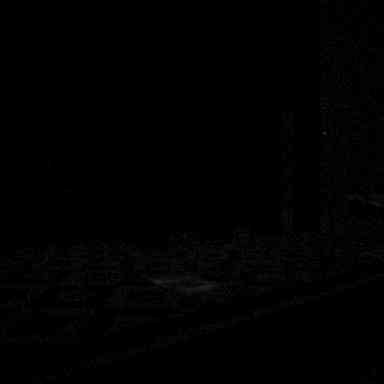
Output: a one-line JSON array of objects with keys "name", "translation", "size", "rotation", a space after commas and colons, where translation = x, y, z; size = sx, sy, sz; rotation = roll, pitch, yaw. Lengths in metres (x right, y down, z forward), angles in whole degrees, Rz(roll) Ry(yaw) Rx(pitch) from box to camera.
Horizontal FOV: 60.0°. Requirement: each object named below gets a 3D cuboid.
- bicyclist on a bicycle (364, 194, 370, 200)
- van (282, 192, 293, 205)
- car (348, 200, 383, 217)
[{"name": "bicyclist on a bicycle", "translation": [20.841, 1.026, 39.619], "size": [1.656, 1.620, 0.582], "rotation": [0, 1, -36]}, {"name": "van", "translation": [12.254, 0.926, 46.564], "size": [1.690, 1.788, 3.998], "rotation": [1, 0, -35]}, {"name": "car", "translation": [14.816, 1.363, 28.290], "size": [2.008, 1.369, 4.403], "rotation": [1, 0, -35]}]
